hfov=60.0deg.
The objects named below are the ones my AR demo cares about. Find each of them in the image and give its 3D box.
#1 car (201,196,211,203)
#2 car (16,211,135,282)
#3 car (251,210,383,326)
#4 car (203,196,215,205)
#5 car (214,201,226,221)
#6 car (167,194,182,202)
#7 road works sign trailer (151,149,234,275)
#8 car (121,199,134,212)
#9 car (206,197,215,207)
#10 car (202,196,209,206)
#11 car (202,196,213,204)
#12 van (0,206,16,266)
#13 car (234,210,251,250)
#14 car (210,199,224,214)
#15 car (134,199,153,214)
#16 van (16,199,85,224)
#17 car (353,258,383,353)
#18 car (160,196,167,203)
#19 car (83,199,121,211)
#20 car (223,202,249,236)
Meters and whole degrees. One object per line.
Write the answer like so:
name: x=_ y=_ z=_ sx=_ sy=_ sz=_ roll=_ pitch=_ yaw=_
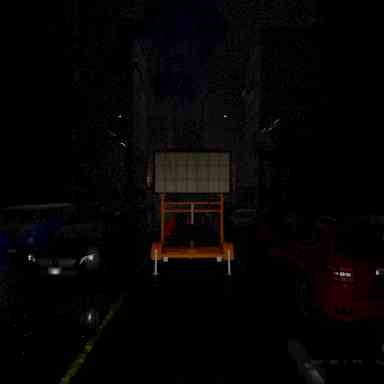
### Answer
car: x=2.914 y=1.521 z=68.441 sx=1.802 sy=1.307 sz=4.206 roll=-1 pitch=0 yaw=0
car: x=-3.098 y=1.521 z=9.838 sx=1.812 sy=1.442 sz=4.674 roll=0 pitch=0 yaw=0
car: x=2.854 y=1.312 z=6.996 sx=2.192 sy=1.841 sz=5.009 roll=-1 pitch=0 yaw=0
car: x=2.904 y=1.480 z=57.439 sx=1.752 sy=1.417 sz=4.829 roll=-1 pitch=0 yaw=0
car: x=2.873 y=1.553 z=23.754 sx=1.947 sy=1.339 sz=4.313 roll=-1 pitch=0 yaw=0
car: x=-2.992 y=1.170 z=62.969 sx=2.150 sy=2.045 sz=5.566 roll=0 pitch=0 yaw=1
road works sign trailer: x=0.011 y=0.460 z=10.400 sx=2.380 sy=3.560 sz=2.880 roll=0 pitch=0 yaw=0
car: x=-5.664 y=1.427 z=23.760 sx=1.967 sy=1.590 sz=4.097 roll=-1 pitch=0 yaw=0
car: x=2.883 y=1.529 z=34.926 sx=2.008 sy=1.369 sz=4.403 roll=-1 pitch=0 yaw=0
car: x=2.898 y=1.512 z=51.684 sx=2.008 sy=1.369 sz=4.403 roll=-1 pitch=0 yaw=0
car: x=2.909 y=1.513 z=62.856 sx=1.947 sy=1.339 sz=4.313 roll=-1 pitch=0 yaw=0
van: x=-5.676 y=1.338 z=7.003 sx=1.690 sy=1.788 sz=3.998 roll=-1 pitch=0 yaw=0
car: x=2.863 y=1.576 z=12.582 sx=1.802 sy=1.307 sz=4.206 roll=-1 pitch=0 yaw=0
car: x=2.878 y=1.548 z=29.340 sx=1.947 sy=1.339 sz=4.313 roll=-1 pitch=0 yaw=0
car: x=-5.656 y=1.418 z=34.931 sx=1.967 sy=1.590 sz=4.097 roll=-1 pitch=0 yaw=0
van: x=-5.672 y=1.335 z=12.589 sx=1.690 sy=1.788 sz=3.998 roll=-1 pitch=0 yaw=0
car: x=2.852 y=1.525 z=1.581 sx=1.752 sy=1.417 sz=4.829 roll=-1 pitch=0 yaw=0
car: x=-5.631 y=1.484 z=68.446 sx=1.887 sy=1.381 sz=4.507 roll=-1 pitch=0 yaw=0
car: x=-5.669 y=1.306 z=18.175 sx=2.192 sy=1.841 sz=5.009 roll=-1 pitch=0 yaw=0
car: x=2.867 y=1.516 z=18.339 sx=1.752 sy=1.417 sz=4.829 roll=-1 pitch=0 yaw=0
